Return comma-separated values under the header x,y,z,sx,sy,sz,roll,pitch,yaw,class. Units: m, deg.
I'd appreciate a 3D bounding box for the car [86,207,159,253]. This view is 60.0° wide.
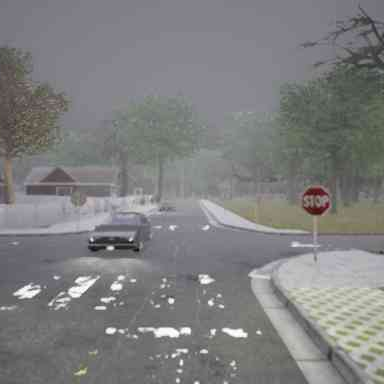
x,y,z,sx,sy,sz,roll,pitch,yaw,class
-2.775,1.547,13.976,2.033,1.411,5.357,0,0,0,car

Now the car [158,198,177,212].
x,y,z,sx,sy,sz,roll,pitch,yaw,class
-2.800,1.512,38.551,1.837,1.490,4.892,0,0,0,car
